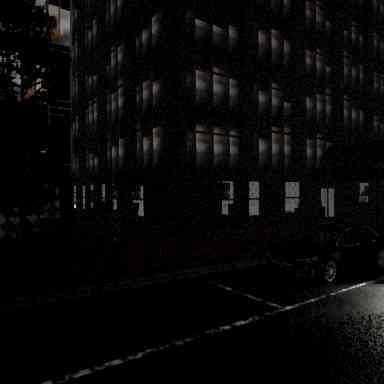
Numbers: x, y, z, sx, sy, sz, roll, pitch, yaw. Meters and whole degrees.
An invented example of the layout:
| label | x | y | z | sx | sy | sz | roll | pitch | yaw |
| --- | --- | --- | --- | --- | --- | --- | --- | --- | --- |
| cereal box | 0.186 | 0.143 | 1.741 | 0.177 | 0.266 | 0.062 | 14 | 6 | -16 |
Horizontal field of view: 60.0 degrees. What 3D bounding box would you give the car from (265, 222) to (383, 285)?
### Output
| label | x | y | z | sx | sy | sz | roll | pitch | yaw |
| --- | --- | --- | --- | --- | --- | --- | --- | --- | --- |
| car | 3.932 | 1.549 | 9.401 | 4.403 | 1.369 | 2.008 | 0 | -1 | -36 |
